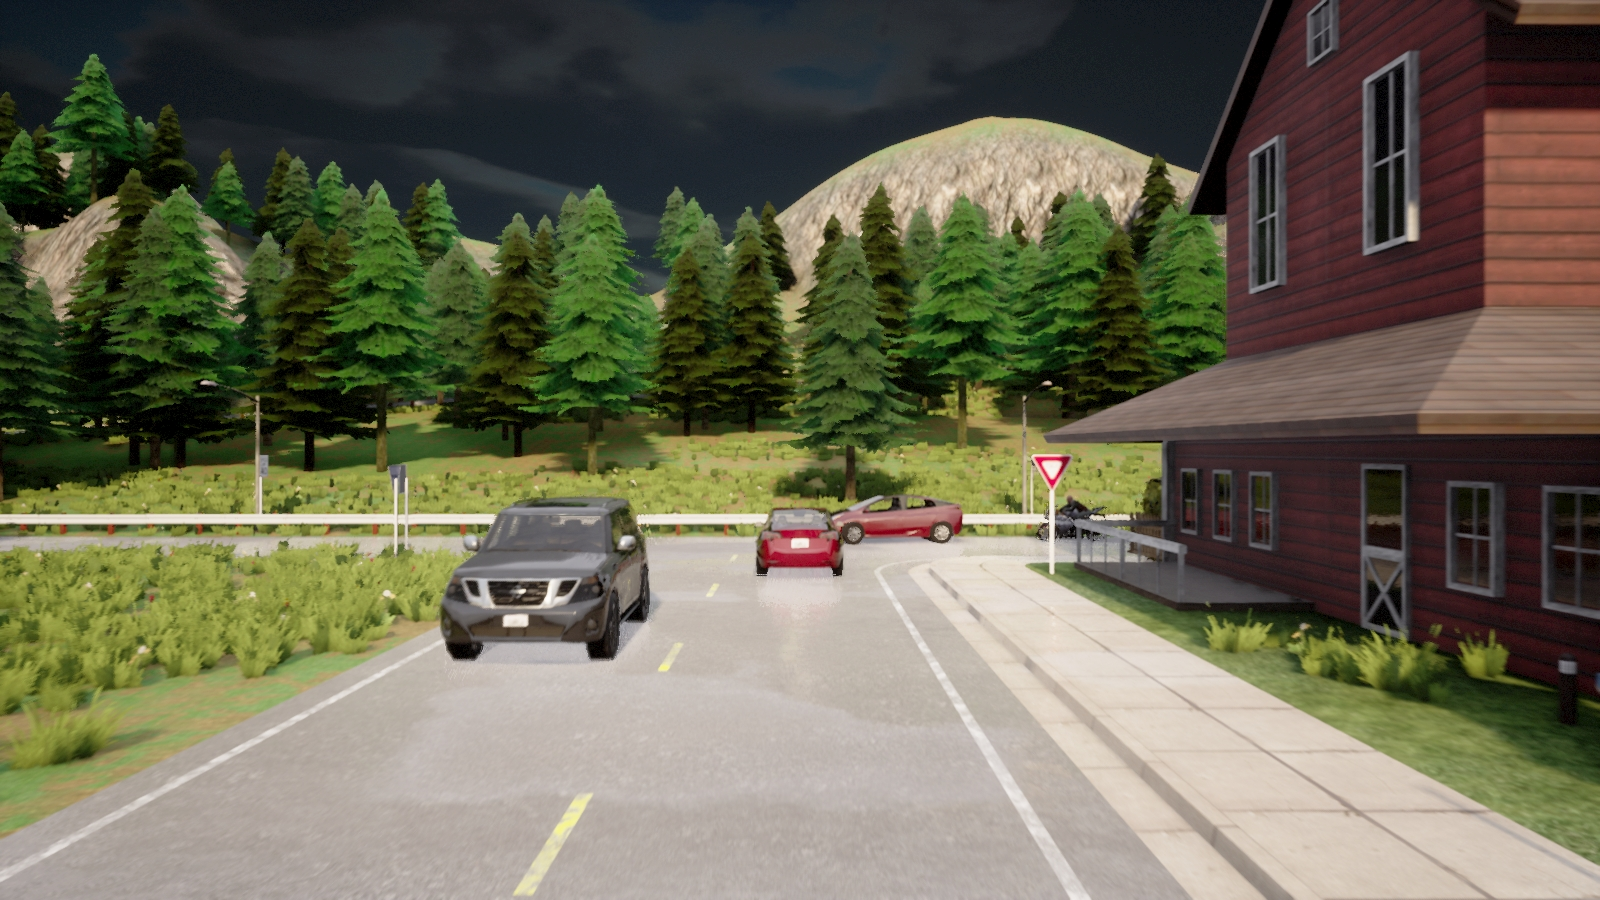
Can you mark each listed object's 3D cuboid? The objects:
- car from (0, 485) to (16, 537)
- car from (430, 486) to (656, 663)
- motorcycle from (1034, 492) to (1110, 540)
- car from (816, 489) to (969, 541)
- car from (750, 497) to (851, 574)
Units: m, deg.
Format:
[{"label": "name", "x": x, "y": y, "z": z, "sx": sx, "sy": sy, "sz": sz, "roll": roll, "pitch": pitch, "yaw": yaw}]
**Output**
[{"label": "car", "x": -28.408, "y": 1.982, "z": 36.546, "sx": 5.238, "sy": 1.638, "sz": 2.097, "roll": 0, "pitch": 0, "yaw": 0}, {"label": "car", "x": -3.562, "y": 1.640, "z": 17.058, "sx": 2.150, "sy": 2.045, "sz": 5.566, "roll": 0, "pitch": 0, "yaw": 0}, {"label": "motorcycle", "x": 8.667, "y": 2.101, "z": 36.469, "sx": 2.209, "sy": 1.460, "sz": 0.867, "roll": 0, "pitch": 0, "yaw": 0}, {"label": "car", "x": 2.881, "y": 2.020, "z": 36.118, "sx": 4.514, "sy": 1.525, "sz": 2.007, "roll": 0, "pitch": 0, "yaw": -8}, {"label": "car", "x": -0.013, "y": 1.929, "z": 26.934, "sx": 2.163, "sy": 1.488, "sz": 4.792, "roll": 0, "pitch": 0, "yaw": 0}]
